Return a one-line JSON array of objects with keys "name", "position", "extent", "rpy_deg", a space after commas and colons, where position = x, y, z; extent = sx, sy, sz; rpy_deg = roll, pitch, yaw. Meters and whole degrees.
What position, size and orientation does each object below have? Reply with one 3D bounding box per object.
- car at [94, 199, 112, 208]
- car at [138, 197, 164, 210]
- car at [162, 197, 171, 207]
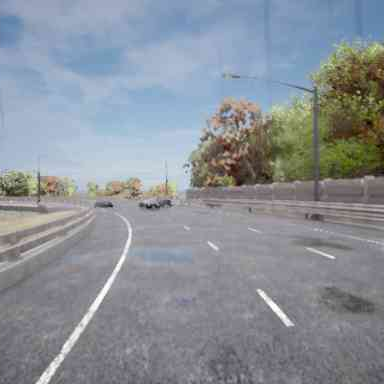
[{"name": "car", "position": [-14.089, 1.724, 52.615], "extent": [1.994, 1.385, 4.181], "rpy_deg": [-1, 0, -30]}, {"name": "car", "position": [-5.756, 1.663, 44.047], "extent": [1.895, 1.301, 4.718], "rpy_deg": [-1, 0, -24]}, {"name": "car", "position": [-4.615, 1.553, 49.904], "extent": [1.837, 1.490, 4.892], "rpy_deg": [0, 0, -25]}]
